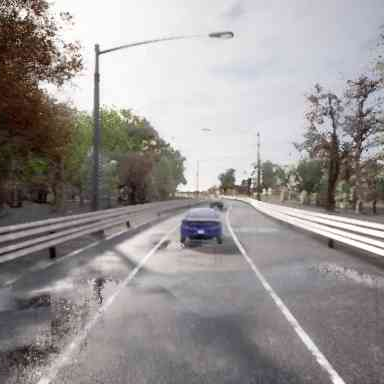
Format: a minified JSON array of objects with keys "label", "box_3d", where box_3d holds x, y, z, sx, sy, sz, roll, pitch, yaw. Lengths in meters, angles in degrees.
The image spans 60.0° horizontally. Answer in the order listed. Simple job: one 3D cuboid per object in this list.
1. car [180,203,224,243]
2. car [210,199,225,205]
[{"label":"car","box_3d":[0.515,1.542,16.592,1.882,1.535,5.008,0,0,3]},{"label":"car","box_3d":[3.629,1.736,47.950,1.837,1.490,4.892,0,0,8]}]
